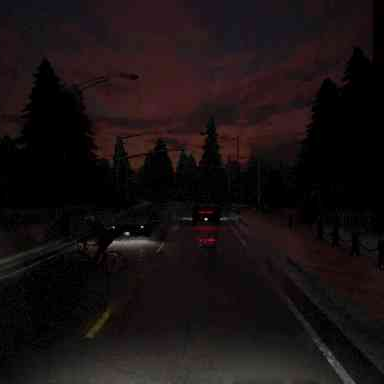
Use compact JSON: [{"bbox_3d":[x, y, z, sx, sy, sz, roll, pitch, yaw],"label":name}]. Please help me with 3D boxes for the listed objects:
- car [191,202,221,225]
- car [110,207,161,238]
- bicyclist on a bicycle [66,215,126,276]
[{"bbox_3d":[1.016,1.505,23.992,1.837,1.490,4.892,0,0,2],"label":"car"},{"bbox_3d":[-2.890,1.546,18.170,2.033,1.411,5.357,0,0,3],"label":"car"},{"bbox_3d":[-2.576,1.452,8.918,1.656,1.620,0.582,0,0,2],"label":"bicyclist on a bicycle"}]
